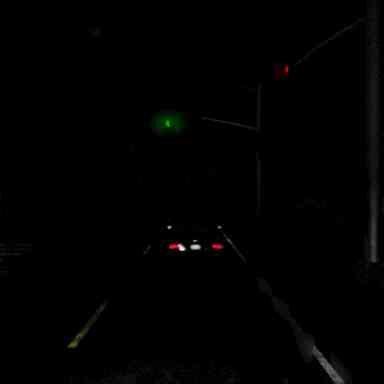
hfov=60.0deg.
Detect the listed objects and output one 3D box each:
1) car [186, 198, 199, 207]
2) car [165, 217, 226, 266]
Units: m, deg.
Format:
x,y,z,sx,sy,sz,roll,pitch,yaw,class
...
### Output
x,y,z,sx,sy,sz,roll,pitch,yaw,class
0.068,1.628,51.806,1.812,1.442,4.674,0,0,0,car
0.096,1.569,11.654,2.033,1.411,5.357,0,0,0,car
